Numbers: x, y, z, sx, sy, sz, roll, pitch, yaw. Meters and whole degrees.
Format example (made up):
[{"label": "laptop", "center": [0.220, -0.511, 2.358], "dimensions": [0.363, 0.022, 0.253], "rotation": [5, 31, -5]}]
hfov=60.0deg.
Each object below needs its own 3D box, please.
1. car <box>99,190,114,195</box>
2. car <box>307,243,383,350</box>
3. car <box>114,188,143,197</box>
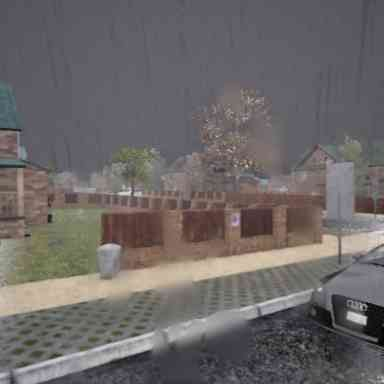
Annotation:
[{"label": "car", "center": [-15.560, 0.442, 60.778], "dimensions": [2.128, 1.511, 4.902], "rotation": [-1, 2, -33]}, {"label": "car", "center": [3.953, 1.598, 5.811], "dimensions": [4.181, 1.385, 1.994], "rotation": [0, 0, -35]}, {"label": "car", "center": [-9.743, 0.362, 52.336], "dimensions": [2.150, 2.045, 5.566], "rotation": [-1, 2, -34]}]
